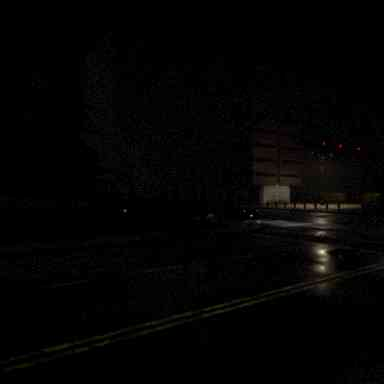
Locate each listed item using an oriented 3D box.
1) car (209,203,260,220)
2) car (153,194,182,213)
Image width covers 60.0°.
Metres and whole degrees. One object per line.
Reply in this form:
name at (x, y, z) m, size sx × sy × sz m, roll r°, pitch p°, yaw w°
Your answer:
car at (3.603, 1.619, 28.838) m, size 1.895 × 1.301 × 4.718 m, roll 0°, pitch 0°, yaw -34°
car at (-2.549, 1.238, 37.515) m, size 2.150 × 2.045 × 5.566 m, roll 0°, pitch 0°, yaw -36°
